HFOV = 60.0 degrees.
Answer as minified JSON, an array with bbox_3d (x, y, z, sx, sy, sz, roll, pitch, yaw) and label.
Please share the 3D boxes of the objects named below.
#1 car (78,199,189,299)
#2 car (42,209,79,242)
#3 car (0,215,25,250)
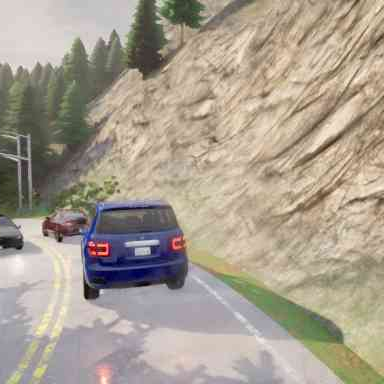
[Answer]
[{"bbox_3d":[-1.785,1.221,8.823,2.150,2.045,5.566,-1,0,-19],"label":"car"},{"bbox_3d":[-6.266,1.593,16.877,1.812,1.442,4.674,-3,1,-35],"label":"car"},{"bbox_3d":[-8.697,1.746,14.553,2.033,1.411,5.357,-3,1,-35],"label":"car"}]
